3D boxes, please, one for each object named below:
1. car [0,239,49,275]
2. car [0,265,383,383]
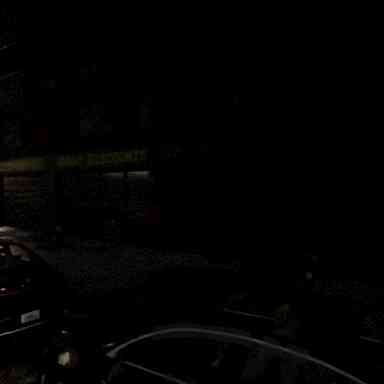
[{"bbox_3d":[-4.047,1.510,5.950,4.403,1.369,2.008,0,0,35],"label":"car"},{"bbox_3d":[0.455,1.529,2.749,4.403,1.369,2.008,0,0,35],"label":"car"}]
